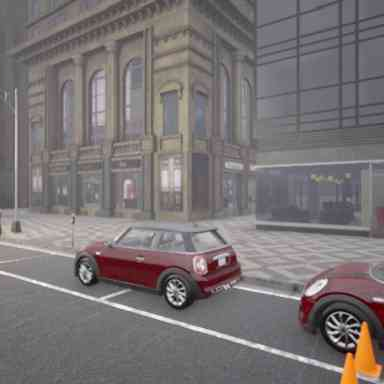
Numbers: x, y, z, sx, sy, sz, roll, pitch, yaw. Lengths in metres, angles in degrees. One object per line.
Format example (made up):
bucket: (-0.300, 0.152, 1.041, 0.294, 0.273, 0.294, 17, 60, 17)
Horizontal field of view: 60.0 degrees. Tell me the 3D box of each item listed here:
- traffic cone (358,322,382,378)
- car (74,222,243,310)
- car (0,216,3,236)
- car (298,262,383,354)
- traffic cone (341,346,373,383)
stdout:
traffic cone: (2.201, 1.954, 4.231, 0.340, 0.580, 0.340, 0, 0, 35)
car: (-0.969, 1.437, 7.877, 4.097, 1.590, 1.967, 0, 0, 35)
car: (-10.161, 1.314, 14.415, 5.009, 1.841, 2.192, 0, 0, 35)
car: (3.625, 1.440, 4.608, 4.097, 1.590, 1.967, 0, 0, 35)
traffic cone: (1.621, 1.954, 3.416, 0.340, 0.580, 0.340, 0, 0, 35)
